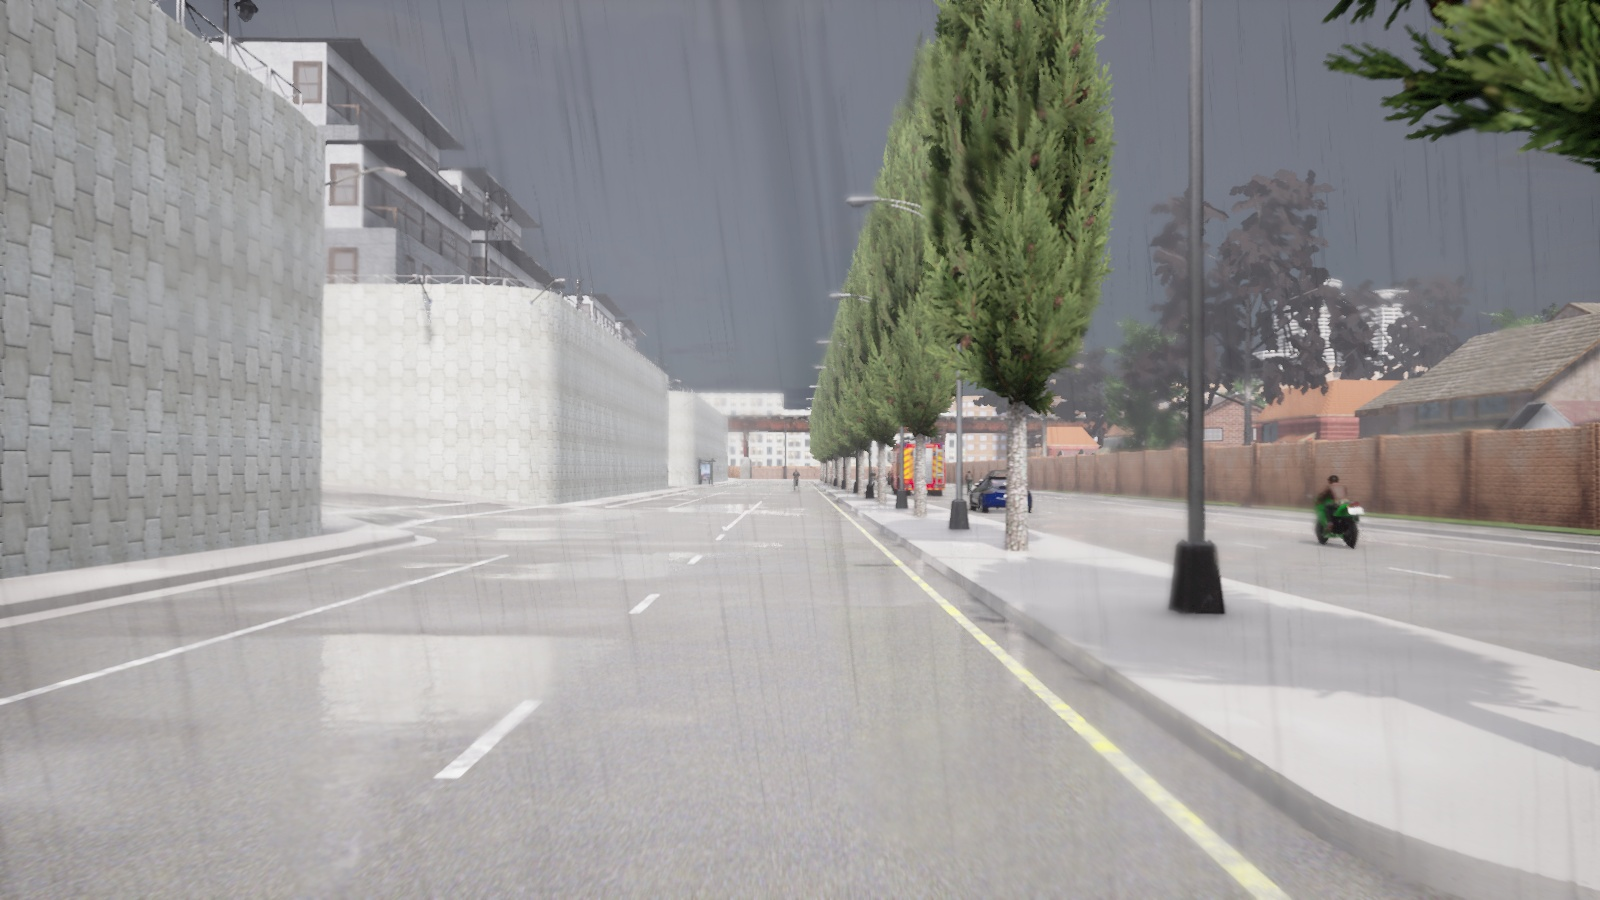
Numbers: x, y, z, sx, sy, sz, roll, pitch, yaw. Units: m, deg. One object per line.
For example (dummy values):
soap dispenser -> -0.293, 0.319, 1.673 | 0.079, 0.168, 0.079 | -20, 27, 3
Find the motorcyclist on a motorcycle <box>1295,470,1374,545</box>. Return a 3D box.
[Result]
motorcyclist on a motorcycle -> 11.418, 1.200, 26.882 | 0.797, 1.523, 2.044 | 0, -1, 0

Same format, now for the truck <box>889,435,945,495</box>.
truck -> 7.739, 1.021, 83.757 | 2.891, 3.827, 8.468 | 0, -1, 0

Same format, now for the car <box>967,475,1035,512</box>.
car -> 7.848, 1.674, 49.423 | 1.994, 1.385, 4.181 | 0, -1, 0
